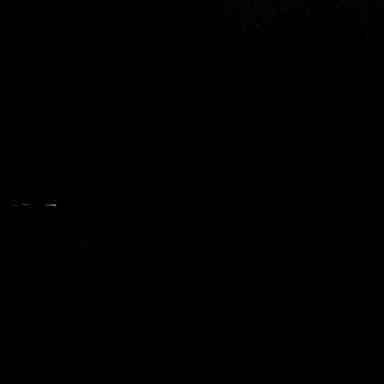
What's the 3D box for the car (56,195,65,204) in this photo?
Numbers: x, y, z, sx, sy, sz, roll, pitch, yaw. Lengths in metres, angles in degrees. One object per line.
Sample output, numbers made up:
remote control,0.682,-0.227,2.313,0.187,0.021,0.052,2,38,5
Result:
car,-22.832,1.255,56.825,2.033,1.411,5.357,0,1,8
